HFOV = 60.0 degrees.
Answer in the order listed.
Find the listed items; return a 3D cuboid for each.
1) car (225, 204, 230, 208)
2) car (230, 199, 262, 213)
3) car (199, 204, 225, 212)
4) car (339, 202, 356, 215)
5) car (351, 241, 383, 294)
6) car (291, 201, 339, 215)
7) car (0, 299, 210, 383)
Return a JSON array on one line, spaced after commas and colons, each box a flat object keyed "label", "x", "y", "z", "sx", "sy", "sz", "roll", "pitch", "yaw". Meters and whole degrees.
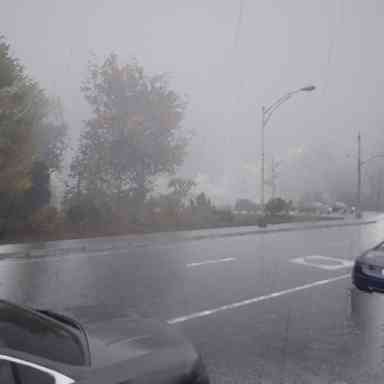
[{"label": "car", "x": 6.380, "y": 2.655, "z": 55.333, "sx": 2.128, "sy": 1.511, "sz": 4.902, "roll": 0, "pitch": -3, "yaw": -32}, {"label": "car", "x": 8.174, "y": 1.912, "z": 45.920, "sx": 2.150, "sy": 2.045, "sz": 5.566, "roll": 0, "pitch": -3, "yaw": -32}, {"label": "car", "x": 2.727, "y": 2.563, "z": 54.567, "sx": 2.097, "sy": 1.767, "sz": 4.553, "roll": 0, "pitch": -3, "yaw": -32}, {"label": "car", "x": 16.654, "y": 1.830, "z": 39.022, "sx": 2.128, "sy": 1.511, "sz": 4.902, "roll": 0, "pitch": -2, "yaw": -34}, {"label": "car", "x": 5.603, "y": 1.598, "z": 7.739, "sx": 4.181, "sy": 1.385, "sz": 1.994, "roll": 0, "pitch": 0, "yaw": -35}, {"label": "car", "x": 13.475, "y": 1.821, "z": 37.518, "sx": 2.128, "sy": 1.511, "sz": 4.902, "roll": 0, "pitch": -2, "yaw": -32}, {"label": "car", "x": -2.082, "y": 1.504, "z": 2.261, "sx": 4.892, "sy": 1.490, "sz": 1.837, "roll": 0, "pitch": 0, "yaw": -36}]
